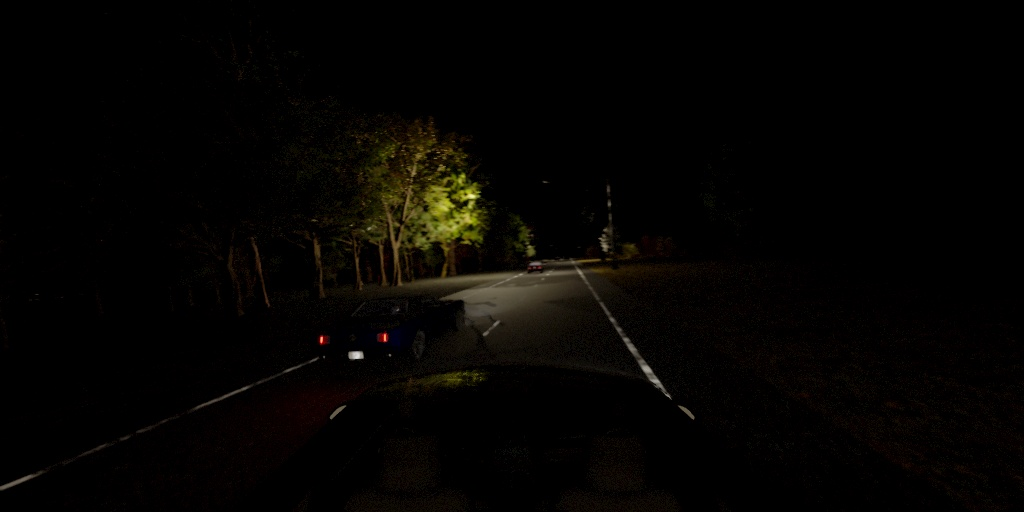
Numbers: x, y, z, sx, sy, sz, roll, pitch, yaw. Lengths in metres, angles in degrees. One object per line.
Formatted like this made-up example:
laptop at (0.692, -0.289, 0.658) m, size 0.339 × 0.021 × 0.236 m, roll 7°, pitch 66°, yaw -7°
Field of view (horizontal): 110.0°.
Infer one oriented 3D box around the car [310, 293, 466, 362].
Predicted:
car at (-2.631, 1.592, 9.008) m, size 1.895 × 1.301 × 4.718 m, roll -4°, pitch 0°, yaw 9°

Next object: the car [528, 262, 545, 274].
car at (3.094, 1.442, 45.524) m, size 2.033 × 1.411 × 5.357 m, roll -4°, pitch 0°, yaw 9°
